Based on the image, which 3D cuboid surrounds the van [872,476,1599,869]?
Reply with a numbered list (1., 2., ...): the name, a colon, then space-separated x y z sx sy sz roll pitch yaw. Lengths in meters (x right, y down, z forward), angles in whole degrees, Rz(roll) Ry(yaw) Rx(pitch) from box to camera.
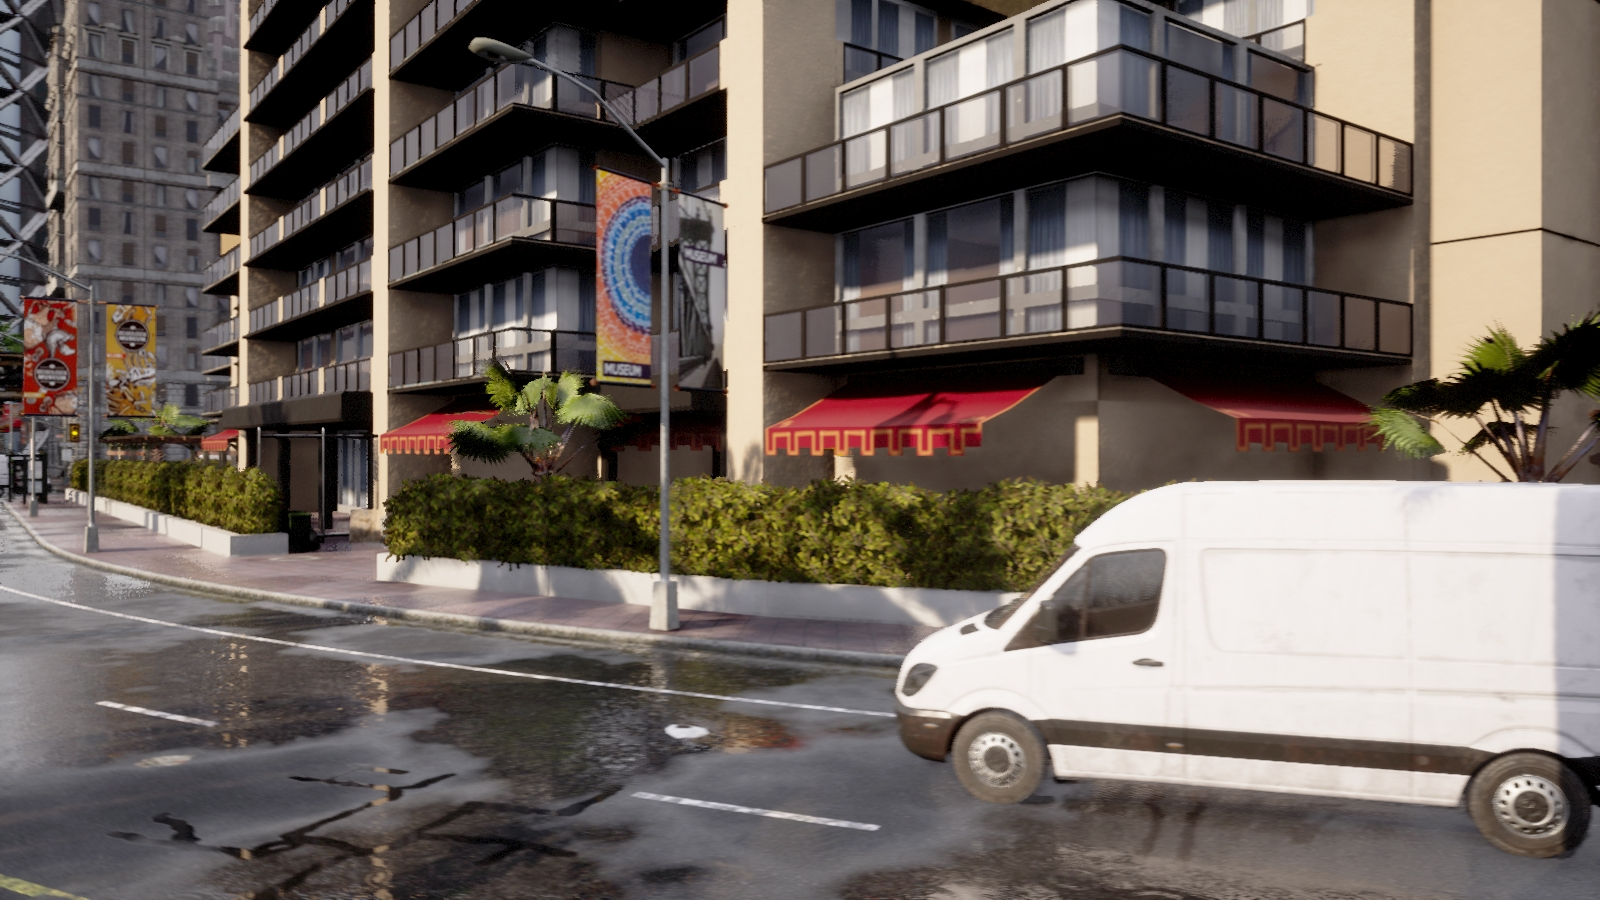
1. van: 3.711 1.542 9.337 5.915 2.561 1.988 0 0 19
